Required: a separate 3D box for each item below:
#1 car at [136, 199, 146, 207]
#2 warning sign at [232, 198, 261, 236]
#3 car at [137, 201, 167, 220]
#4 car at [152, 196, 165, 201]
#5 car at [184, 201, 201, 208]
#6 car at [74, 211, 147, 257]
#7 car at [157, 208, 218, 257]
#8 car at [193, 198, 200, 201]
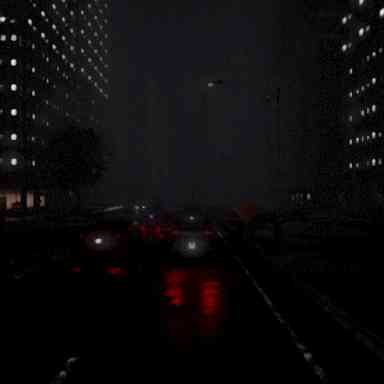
[{"bbox_3d":[-9.802,2.155,65.305,1.812,1.442,4.674,0,-1,0],"label":"car"},{"bbox_3d":[2.855,1.285,17.442,1.300,1.860,1.060,1,0,0],"label":"warning sign"},{"bbox_3d":[-3.239,1.805,28.898,1.812,1.442,4.674,0,0,1],"label":"car"},{"bbox_3d":[-6.549,1.852,65.268,2.150,2.045,5.566,0,-1,0],"label":"car"},{"bbox_3d":[0.007,1.783,28.492,1.837,1.490,4.892,0,0,1],"label":"car"},{"bbox_3d":[-3.231,1.696,13.582,1.994,1.385,4.181,0,0,1],"label":"car"},{"bbox_3d":[0.016,1.624,13.503,2.128,1.511,4.902,0,0,1],"label":"car"},{"bbox_3d":[1.087,2.311,83.460,1.837,1.490,4.892,0,-1,0],"label":"car"}]
